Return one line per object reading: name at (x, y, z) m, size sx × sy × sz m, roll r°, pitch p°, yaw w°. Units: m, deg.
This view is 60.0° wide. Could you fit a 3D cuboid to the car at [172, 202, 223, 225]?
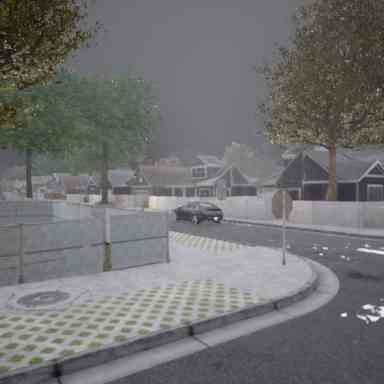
car at (0.277, 1.452, 23.479) m, size 1.837 × 1.490 × 4.892 m, roll 1°, pitch -1°, yaw -31°
